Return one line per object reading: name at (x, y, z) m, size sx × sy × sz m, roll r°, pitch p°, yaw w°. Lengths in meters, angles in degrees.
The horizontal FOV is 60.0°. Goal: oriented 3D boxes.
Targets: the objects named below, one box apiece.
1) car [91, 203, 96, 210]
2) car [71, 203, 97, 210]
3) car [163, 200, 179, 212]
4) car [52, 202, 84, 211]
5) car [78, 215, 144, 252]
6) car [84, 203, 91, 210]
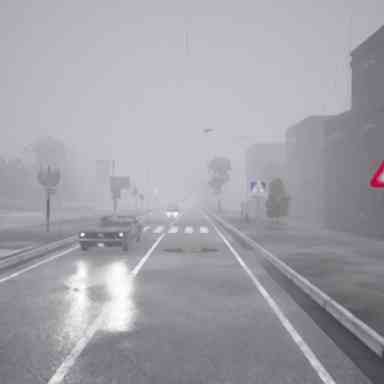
car at (-21.852, 2.750, 64.368) m, size 5.008 × 1.535 × 2.097 m, roll 0°, pitch -1°, yaw 0°
car at (-21.834, 2.870, 67.514) m, size 4.674 × 1.452 × 2.002 m, roll 0°, pitch -1°, yaw 0°
car at (-3.225, 2.587, 56.087) m, size 2.128 × 1.511 × 4.902 m, roll 0°, pitch -1°, yaw 1°
car at (-21.865, 2.624, 57.820) m, size 4.674 × 1.452 × 2.002 m, roll 0°, pitch -1°, yaw 0°
car at (-3.352, 1.694, 14.506) m, size 1.895 × 1.301 × 4.718 m, roll 0°, pitch -1°, yaw 0°
car at (-21.852, 2.668, 61.095) m, size 4.892 × 1.521 × 2.231 m, roll 0°, pitch -1°, yaw 0°
